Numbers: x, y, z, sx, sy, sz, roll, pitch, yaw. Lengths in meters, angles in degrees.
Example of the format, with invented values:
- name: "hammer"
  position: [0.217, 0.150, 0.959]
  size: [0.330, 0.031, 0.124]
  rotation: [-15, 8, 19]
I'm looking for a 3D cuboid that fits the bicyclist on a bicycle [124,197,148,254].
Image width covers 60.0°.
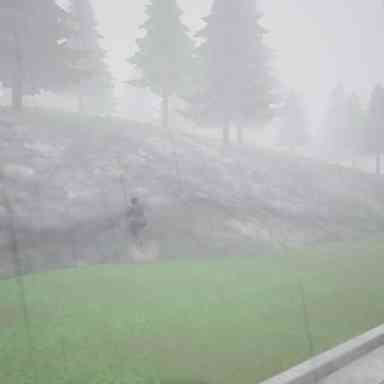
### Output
- name: "bicyclist on a bicycle"
  position: [-1.779, 0.973, 10.504]
  size: [0.582, 1.620, 1.656]
  rotation: [-11, 33, -33]
